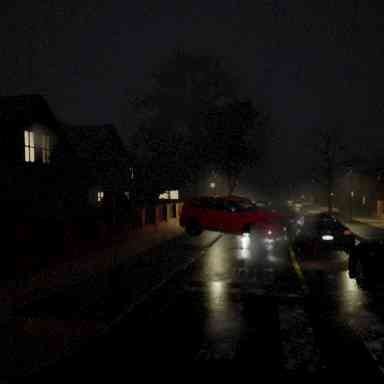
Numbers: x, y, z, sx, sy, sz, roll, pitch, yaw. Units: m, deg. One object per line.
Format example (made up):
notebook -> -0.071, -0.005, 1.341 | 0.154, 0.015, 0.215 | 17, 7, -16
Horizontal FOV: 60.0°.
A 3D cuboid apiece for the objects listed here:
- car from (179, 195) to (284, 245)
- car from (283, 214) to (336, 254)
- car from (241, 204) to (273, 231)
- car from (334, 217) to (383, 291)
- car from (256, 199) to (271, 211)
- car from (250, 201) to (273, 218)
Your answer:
car -> 1.870, 1.208, 16.236 | 5.566, 2.045, 2.150 | 1, 2, 38
car -> 5.070, 1.583, 13.483 | 1.994, 1.385, 4.181 | -2, -1, 10
car -> 4.375, 1.588, 21.935 | 1.812, 1.442, 4.674 | -1, 0, 13
car -> 4.961, 1.288, 6.311 | 2.097, 1.767, 4.553 | -2, -2, -4
car -> 9.450, 1.688, 43.717 | 1.895, 1.301, 4.718 | -1, 0, 13
car -> 6.613, 1.637, 31.646 | 1.994, 1.385, 4.181 | -1, 0, 13
